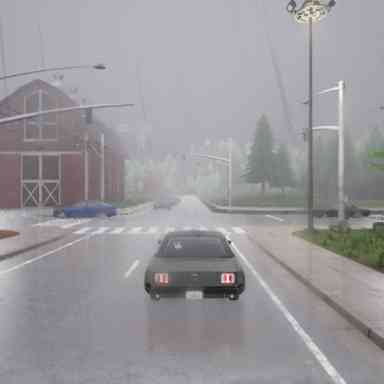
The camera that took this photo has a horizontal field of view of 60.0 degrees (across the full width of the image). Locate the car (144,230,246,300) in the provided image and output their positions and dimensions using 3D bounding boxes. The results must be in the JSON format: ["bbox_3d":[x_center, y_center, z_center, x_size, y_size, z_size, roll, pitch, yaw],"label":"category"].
[{"bbox_3d":[0.066,1.599,8.300,1.895,1.301,4.718,0,0,0],"label":"car"}]

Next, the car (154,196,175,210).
[{"bbox_3d":[-3.599,1.554,42.112,1.994,1.385,4.181,0,0,0],"label":"car"}]

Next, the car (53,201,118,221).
[{"bbox_3d":[-8.496,1.447,26.665,5.008,1.535,1.882,0,0,-1],"label":"car"}]

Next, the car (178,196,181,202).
[{"bbox_3d":[-3.563,1.490,62.206,1.837,1.490,4.892,0,0,0],"label":"car"}]

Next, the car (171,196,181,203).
[{"bbox_3d":[-3.501,1.574,72.514,1.895,1.301,4.718,0,0,0],"label":"car"}]

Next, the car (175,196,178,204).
[{"bbox_3d":[-3.593,1.493,52.134,1.837,1.490,4.892,0,0,0],"label":"car"}]

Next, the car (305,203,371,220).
[{"bbox_3d":[11.723,1.568,27.030,4.718,1.301,1.895,0,0,-1],"label":"car"}]
